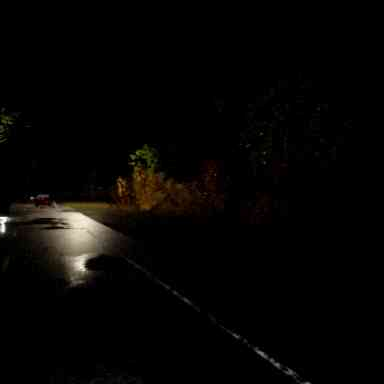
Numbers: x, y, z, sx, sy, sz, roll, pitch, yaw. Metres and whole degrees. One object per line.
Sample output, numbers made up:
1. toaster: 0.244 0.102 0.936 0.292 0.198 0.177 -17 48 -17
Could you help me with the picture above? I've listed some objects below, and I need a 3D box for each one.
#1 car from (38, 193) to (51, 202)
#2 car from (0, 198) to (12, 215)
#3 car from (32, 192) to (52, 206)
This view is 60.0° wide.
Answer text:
1. car: -26.982 0.967 60.958 2.033 1.411 5.357 1 0 -21
2. car: -16.673 1.226 28.634 1.994 1.385 4.181 1 0 -25
3. car: -19.927 1.077 44.607 2.128 1.511 4.902 1 0 -24
